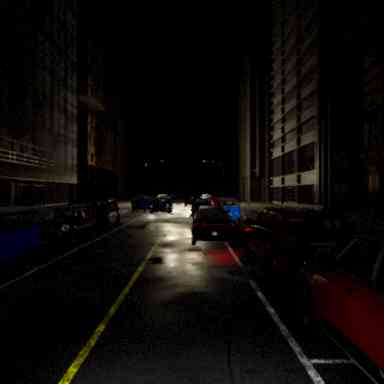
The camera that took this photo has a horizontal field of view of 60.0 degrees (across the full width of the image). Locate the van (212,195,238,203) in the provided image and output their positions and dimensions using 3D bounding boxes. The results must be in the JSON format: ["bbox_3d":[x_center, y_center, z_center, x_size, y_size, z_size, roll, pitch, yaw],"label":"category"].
[{"bbox_3d":[2.751,1.326,26.190,1.690,1.788,3.998,0,0,0],"label":"van"}]

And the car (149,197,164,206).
[{"bbox_3d":[-5.787,1.524,54.223,2.008,1.369,4.403,0,0,0],"label":"car"}]

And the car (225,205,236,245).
[{"bbox_3d":[2.756,1.516,15.143,1.752,1.417,4.829,0,0,0],"label":"car"}]

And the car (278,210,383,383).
[{"bbox_3d":[2.761,1.313,3.754,2.192,1.841,5.009,0,0,0],"label":"car"}]

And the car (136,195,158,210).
[{"bbox_3d":[-5.782,1.293,43.004,2.192,1.841,5.009,0,0,0],"label":"car"}]

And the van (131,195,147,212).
[{"bbox_3d":[-5.779,1.321,37.394,1.690,1.788,3.998,0,0,0],"label":"van"}]

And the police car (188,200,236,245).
[{"bbox_3d":[0.892,1.416,15.643,1.930,1.638,5.238,0,0,0],"label":"police car"}]

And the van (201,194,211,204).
[{"bbox_3d":[2.733,1.311,65.454,1.690,1.788,3.998,0,0,0],"label":"van"}]

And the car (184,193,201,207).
[{"bbox_3d":[-0.022,1.197,49.442,2.150,2.045,5.566,0,0,0],"label":"car"}]

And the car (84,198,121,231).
[{"bbox_3d":[-5.772,1.303,20.566,2.192,1.841,5.009,0,0,0],"label":"car"}]

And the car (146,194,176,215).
[{"bbox_3d":[-3.111,1.333,34.097,2.097,1.767,4.553,0,0,0],"label":"car"}]

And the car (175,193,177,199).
[{"bbox_3d":[-5.805,1.493,93.319,1.752,1.417,4.829,0,0,0],"label":"car"}]

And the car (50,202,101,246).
[{"bbox_3d":[-5.769,1.431,14.956,1.967,1.590,4.097,0,0,0],"label":"car"}]

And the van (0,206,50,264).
[{"bbox_3d":[-5.766,1.335,9.347,1.690,1.788,3.998,0,0,0],"label":"van"}]

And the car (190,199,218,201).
[{"bbox_3d":[0.888,1.512,25.533,1.812,1.442,4.674,0,0,0],"label":"car"}]

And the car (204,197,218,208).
[{"bbox_3d":[2.741,1.520,48.627,1.887,1.381,4.507,0,0,0],"label":"car"}]

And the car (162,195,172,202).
[{"bbox_3d":[-5.797,1.407,76.661,1.967,1.590,4.097,0,0,0],"label":"car"}]

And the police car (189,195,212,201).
[{"bbox_3d":[0.885,1.408,31.643,1.930,1.638,5.238,0,0,0],"label":"police car"}]

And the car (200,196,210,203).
[{"bbox_3d":[2.730,1.513,71.064,1.887,1.381,4.507,0,0,0],"label":"car"}]

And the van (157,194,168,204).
[{"bbox_3d":[-5.792,1.311,65.442,1.690,1.788,3.998,0,0,0],"label":"van"}]

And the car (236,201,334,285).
[{"bbox_3d":[2.759,1.309,9.363,2.192,1.841,5.009,0,0,0],"label":"car"}]

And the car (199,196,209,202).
[{"bbox_3d":[2.728,1.533,76.673,1.947,1.339,4.313,0,0,0],"label":"car"}]

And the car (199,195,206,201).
[{"bbox_3d":[2.722,1.491,88.061,1.752,1.417,4.829,0,0,0],"label":"car"}]
